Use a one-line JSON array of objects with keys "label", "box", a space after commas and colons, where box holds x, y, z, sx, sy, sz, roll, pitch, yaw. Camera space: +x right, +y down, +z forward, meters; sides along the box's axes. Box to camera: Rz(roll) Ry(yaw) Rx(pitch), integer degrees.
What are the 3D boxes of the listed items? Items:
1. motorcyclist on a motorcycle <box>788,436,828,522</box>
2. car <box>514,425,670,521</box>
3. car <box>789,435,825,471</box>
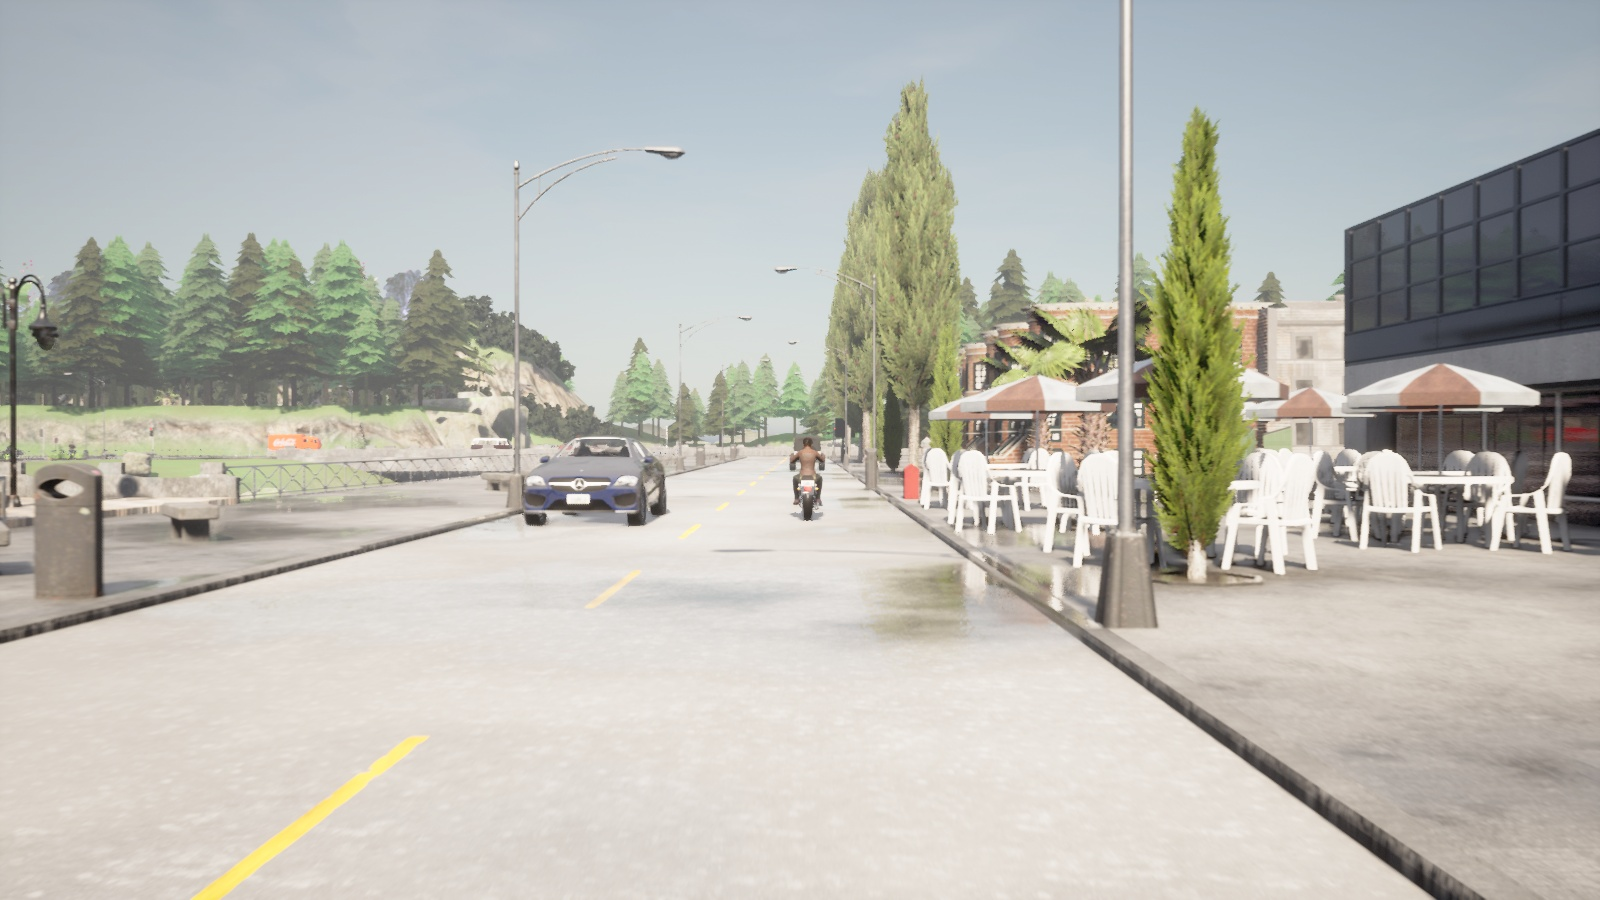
[{"label": "motorcyclist on a motorcycle", "box": [0.154, 0.555, 25.143, 0.766, 1.649, 2.350, 0, 0, 0]}, {"label": "car", "box": [-3.850, 0.385, 24.227, 2.152, 1.651, 5.027, 0, 0, 0]}, {"label": "car", "box": [0.396, 0.154, 68.906, 1.905, 1.878, 3.866, 0, 0, 0]}]
